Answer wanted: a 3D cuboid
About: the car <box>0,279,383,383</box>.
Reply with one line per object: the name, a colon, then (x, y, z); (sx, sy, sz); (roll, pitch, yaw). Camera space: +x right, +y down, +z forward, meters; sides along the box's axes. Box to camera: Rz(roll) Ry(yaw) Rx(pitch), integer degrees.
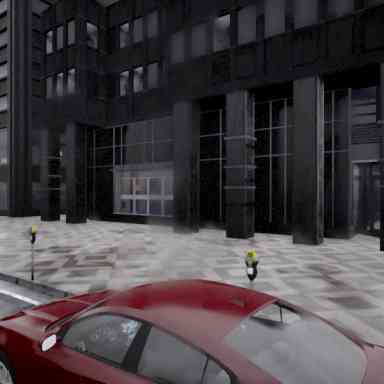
car: (-0.227, 1.545, 3.124); (4.507, 1.381, 1.887); (0, 0, 35)
